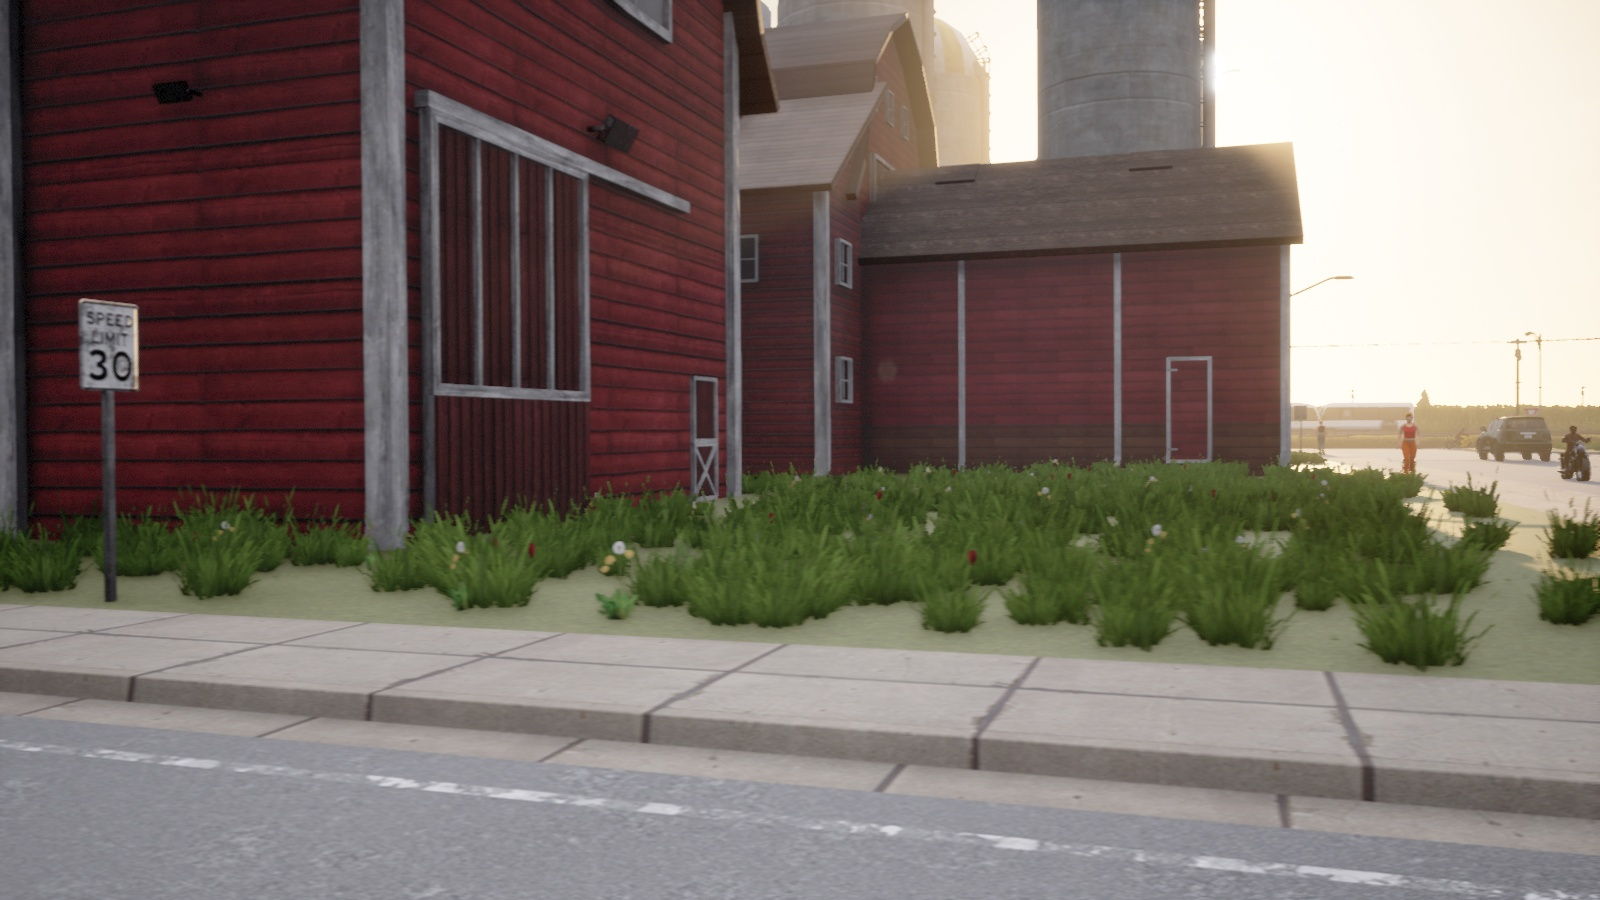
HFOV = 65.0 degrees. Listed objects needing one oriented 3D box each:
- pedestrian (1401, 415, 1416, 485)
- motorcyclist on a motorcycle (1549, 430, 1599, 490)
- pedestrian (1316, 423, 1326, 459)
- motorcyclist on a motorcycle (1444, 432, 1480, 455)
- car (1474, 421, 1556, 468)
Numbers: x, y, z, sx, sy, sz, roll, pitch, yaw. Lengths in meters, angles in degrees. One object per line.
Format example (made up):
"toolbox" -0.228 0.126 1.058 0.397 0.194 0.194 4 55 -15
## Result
"pedestrian" 16.176 -0.005 33.388 0.345 1.836 0.594 0 1 24
"motorcyclist on a motorcycle" 22.251 0.256 36.057 0.766 1.649 2.350 0 1 18
"pedestrian" 27.232 -0.480 65.647 0.345 1.836 0.594 0 1 13
"motorcyclist on a motorcycle" 45.827 -0.457 86.936 2.044 1.523 0.797 0 1 18
"car" 32.812 -0.293 57.783 2.150 2.045 5.566 0 1 18
